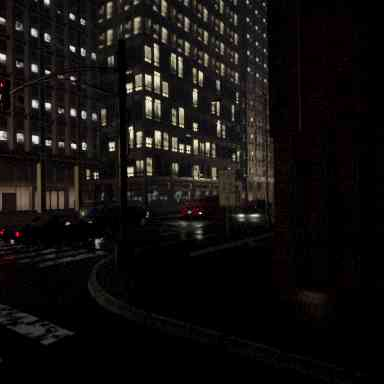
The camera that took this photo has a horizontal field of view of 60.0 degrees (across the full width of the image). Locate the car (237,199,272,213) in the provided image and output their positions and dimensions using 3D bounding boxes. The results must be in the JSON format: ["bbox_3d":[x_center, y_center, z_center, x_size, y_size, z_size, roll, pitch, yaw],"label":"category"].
[{"bbox_3d":[7.461,1.585,37.923,1.882,1.535,5.008,-1,-1,36],"label":"car"}]

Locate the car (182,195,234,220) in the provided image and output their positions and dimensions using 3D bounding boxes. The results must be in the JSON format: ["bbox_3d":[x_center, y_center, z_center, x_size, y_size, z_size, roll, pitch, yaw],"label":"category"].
[{"bbox_3d":[1.391,1.309,29.470,2.150,2.045,5.566,-1,-1,36],"label":"car"}]

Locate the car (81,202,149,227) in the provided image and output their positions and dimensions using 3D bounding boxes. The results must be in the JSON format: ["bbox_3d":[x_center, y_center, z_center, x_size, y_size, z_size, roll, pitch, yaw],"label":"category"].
[{"bbox_3d":[-4.712,1.571,20.981,1.837,1.490,4.892,-1,-1,33],"label":"car"}]

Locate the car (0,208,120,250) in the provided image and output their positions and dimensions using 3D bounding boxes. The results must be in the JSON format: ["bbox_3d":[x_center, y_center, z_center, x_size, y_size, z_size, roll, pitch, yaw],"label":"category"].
[{"bbox_3d":[-5.424,1.591,14.368,1.895,1.301,4.718,-1,-1,39],"label":"car"}]

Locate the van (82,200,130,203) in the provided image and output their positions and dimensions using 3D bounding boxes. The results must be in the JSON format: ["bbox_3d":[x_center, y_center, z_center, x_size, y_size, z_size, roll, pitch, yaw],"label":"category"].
[{"bbox_3d":[-6.059,1.460,23.514,1.690,1.788,3.998,-2,-1,36],"label":"van"}]
